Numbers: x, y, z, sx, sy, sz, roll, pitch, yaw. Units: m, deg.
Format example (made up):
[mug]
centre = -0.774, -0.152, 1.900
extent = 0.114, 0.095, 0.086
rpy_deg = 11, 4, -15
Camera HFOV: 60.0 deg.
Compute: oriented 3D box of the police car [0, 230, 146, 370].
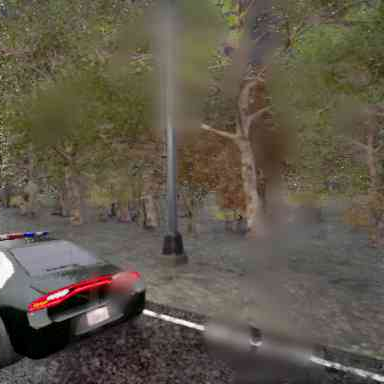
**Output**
[police car]
centre = -3.214, 1.497, 5.850
extent = 4.974, 1.542, 2.038
rpy_deg = -1, 0, 36
